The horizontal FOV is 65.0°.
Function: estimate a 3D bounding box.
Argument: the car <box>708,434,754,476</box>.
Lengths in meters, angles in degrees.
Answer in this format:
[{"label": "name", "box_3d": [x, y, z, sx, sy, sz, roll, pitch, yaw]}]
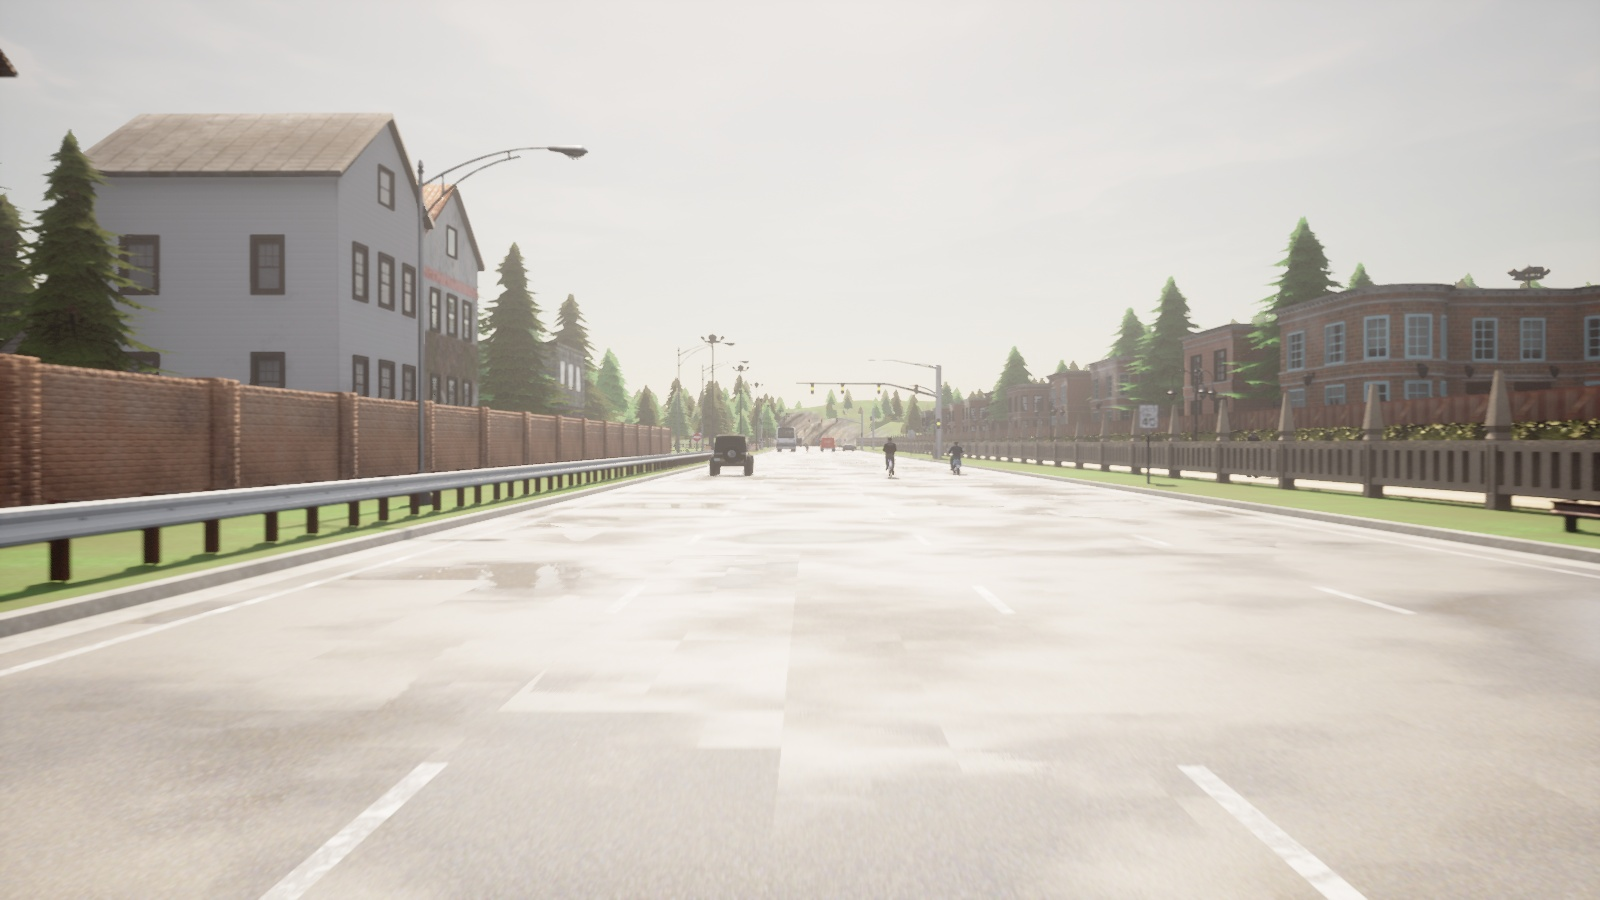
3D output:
[{"label": "car", "box_3d": [-3.154, 0.213, 58.221, 1.905, 1.878, 3.866, 0, 0, 0]}]
